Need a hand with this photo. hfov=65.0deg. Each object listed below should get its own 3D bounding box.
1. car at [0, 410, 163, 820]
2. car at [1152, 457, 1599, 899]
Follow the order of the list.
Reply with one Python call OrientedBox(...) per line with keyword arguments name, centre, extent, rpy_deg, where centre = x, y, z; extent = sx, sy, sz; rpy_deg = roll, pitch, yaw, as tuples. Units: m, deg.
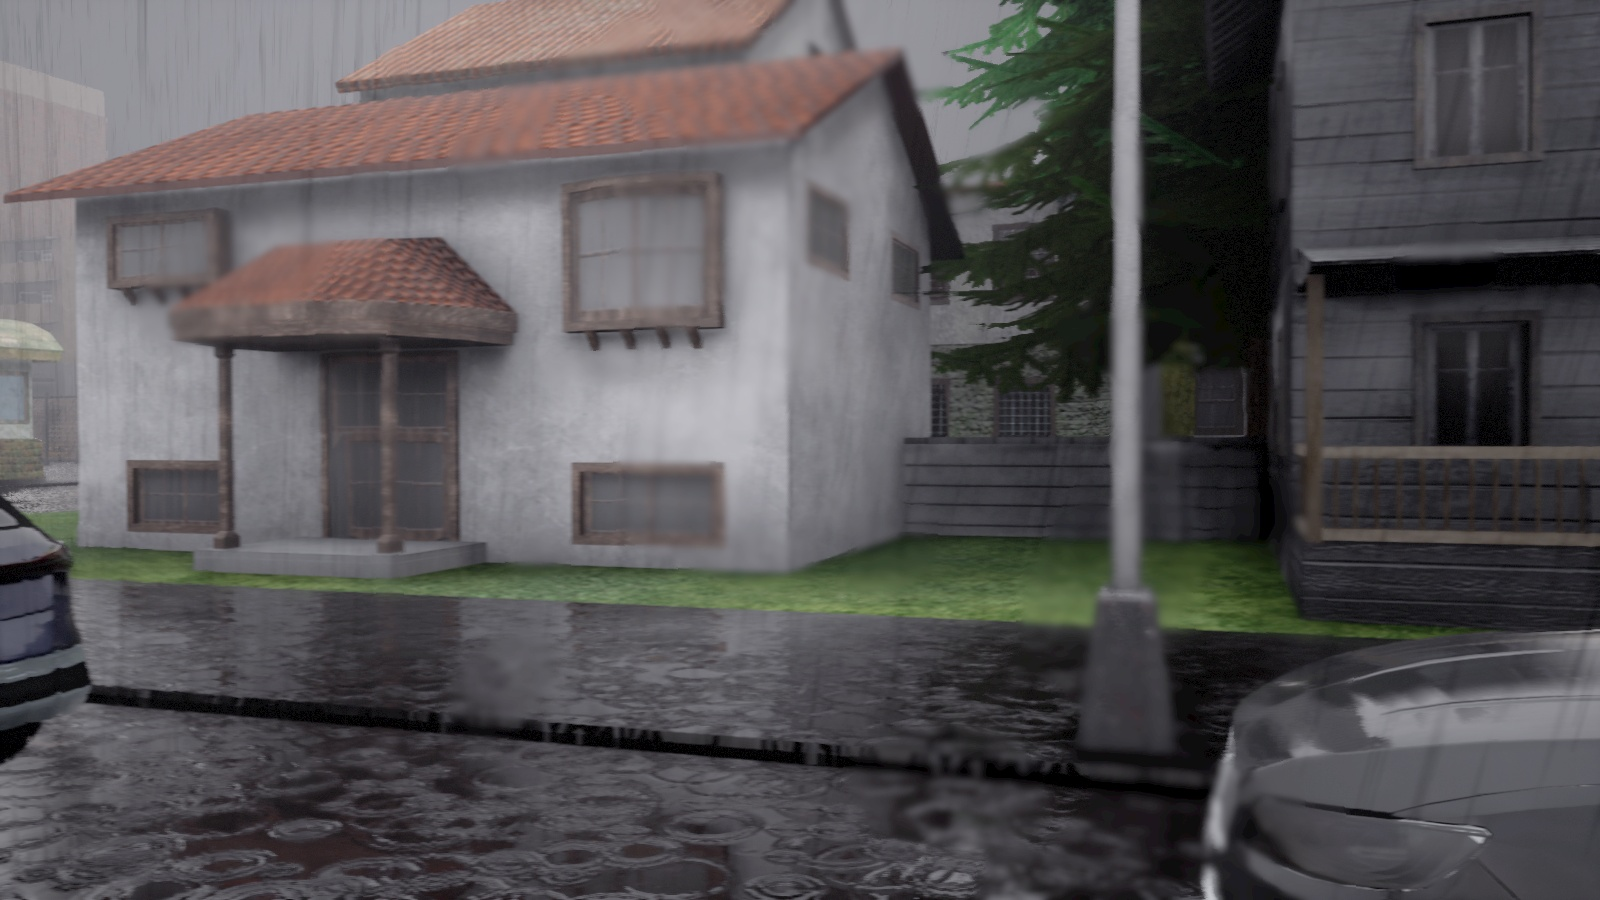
OrientedBox(name="car", centre=(-5.579, 0.646, 5.607), extent=(4.856, 1.649, 2.033), rpy_deg=(1, 1, 18))
OrientedBox(name="car", centre=(3.317, 0.802, 2.606), extent=(4.892, 1.490, 1.837), rpy_deg=(1, 1, 19))
